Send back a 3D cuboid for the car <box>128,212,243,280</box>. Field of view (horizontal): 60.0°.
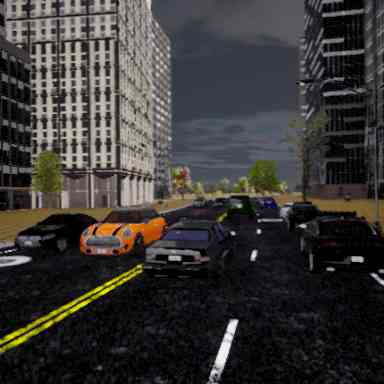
[{"bbox_3d":[0.192,1.582,10.146,2.033,1.411,5.357,-1,0,14],"label":"car"}]

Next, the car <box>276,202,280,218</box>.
[{"bbox_3d":[7.927,1.512,26.224,1.812,1.442,4.674,-1,0,11],"label":"car"}]

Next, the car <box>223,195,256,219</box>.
[{"bbox_3d":[4.308,1.272,29.499,2.150,2.045,5.566,-1,0,11],"label":"car"}]

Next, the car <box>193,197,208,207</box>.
[{"bbox_3d":[1.412,1.552,55.043,2.097,1.767,4.553,-1,0,7],"label":"car"}]

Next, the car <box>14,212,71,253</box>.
[{"bbox_3d":[-5.615,1.660,14.714,1.812,1.442,4.674,-1,0,13],"label":"car"}]

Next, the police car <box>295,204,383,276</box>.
[{"bbox_3d":[4.531,1.400,10.442,1.930,1.638,5.238,-1,0,13],"label":"police car"}]

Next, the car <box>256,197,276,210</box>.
[{"bbox_3d":[10.000,1.381,44.107,2.097,1.767,4.553,-1,0,8],"label":"car"}]

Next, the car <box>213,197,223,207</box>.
[{"bbox_3d":[4.603,1.655,54.330,1.837,1.490,4.892,-1,0,7],"label":"car"}]

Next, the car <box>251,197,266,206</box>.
[{"bbox_3d":[11.929,1.618,59.694,2.033,1.411,5.357,-1,0,5],"label":"car"}]

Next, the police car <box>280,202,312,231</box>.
[{"bbox_3d":[6.746,1.406,20.357,1.930,1.638,5.238,-1,0,12],"label":"police car"}]

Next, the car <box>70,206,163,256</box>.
[{"bbox_3d":[-2.580,1.439,13.507,2.097,1.767,4.553,-1,0,13],"label":"car"}]
